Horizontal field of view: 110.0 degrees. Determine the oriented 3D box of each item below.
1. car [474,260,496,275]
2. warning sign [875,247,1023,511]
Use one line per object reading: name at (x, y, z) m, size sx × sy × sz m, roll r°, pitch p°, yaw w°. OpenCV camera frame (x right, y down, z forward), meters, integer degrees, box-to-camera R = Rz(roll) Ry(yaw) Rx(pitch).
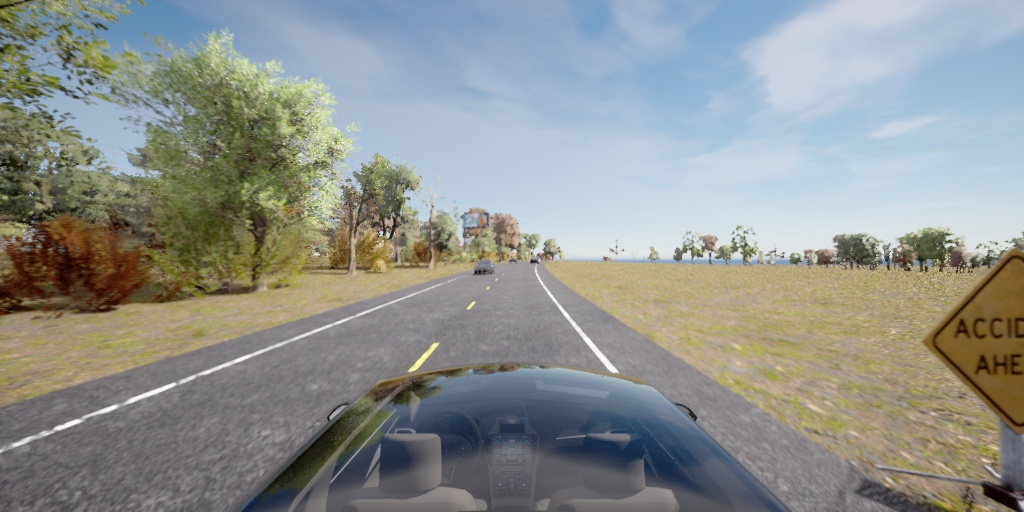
car at (-2.747, 1.159, 36.835) m, size 1.837 × 1.490 × 4.892 m, roll 0°, pitch 0°, yaw 3°
warning sign at (3.548, 0.868, 2.537) m, size 1.300 × 1.860 × 1.060 m, roll 0°, pitch 0°, yaw 0°
